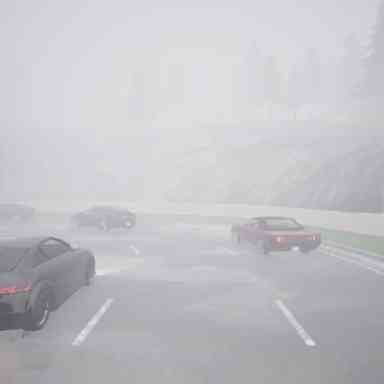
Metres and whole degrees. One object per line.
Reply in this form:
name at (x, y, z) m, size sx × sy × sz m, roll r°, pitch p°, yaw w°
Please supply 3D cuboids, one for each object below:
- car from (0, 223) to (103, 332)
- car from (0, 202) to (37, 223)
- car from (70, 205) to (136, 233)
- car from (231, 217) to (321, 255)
car at (-3.416, 1.585, 6.844) m, size 1.994 × 1.385 × 4.181 m, roll 0°, pitch 0°, yaw -1°
car at (-14.793, 1.590, 25.993) m, size 4.892 × 1.490 × 1.837 m, roll 0°, pitch -2°, yaw -4°
car at (-5.560, 1.573, 20.464) m, size 4.892 × 1.490 × 1.837 m, roll 0°, pitch -2°, yaw 38°
car at (3.103, 1.648, 13.541) m, size 1.895 × 1.301 × 4.718 m, roll 0°, pitch 0°, yaw -11°
